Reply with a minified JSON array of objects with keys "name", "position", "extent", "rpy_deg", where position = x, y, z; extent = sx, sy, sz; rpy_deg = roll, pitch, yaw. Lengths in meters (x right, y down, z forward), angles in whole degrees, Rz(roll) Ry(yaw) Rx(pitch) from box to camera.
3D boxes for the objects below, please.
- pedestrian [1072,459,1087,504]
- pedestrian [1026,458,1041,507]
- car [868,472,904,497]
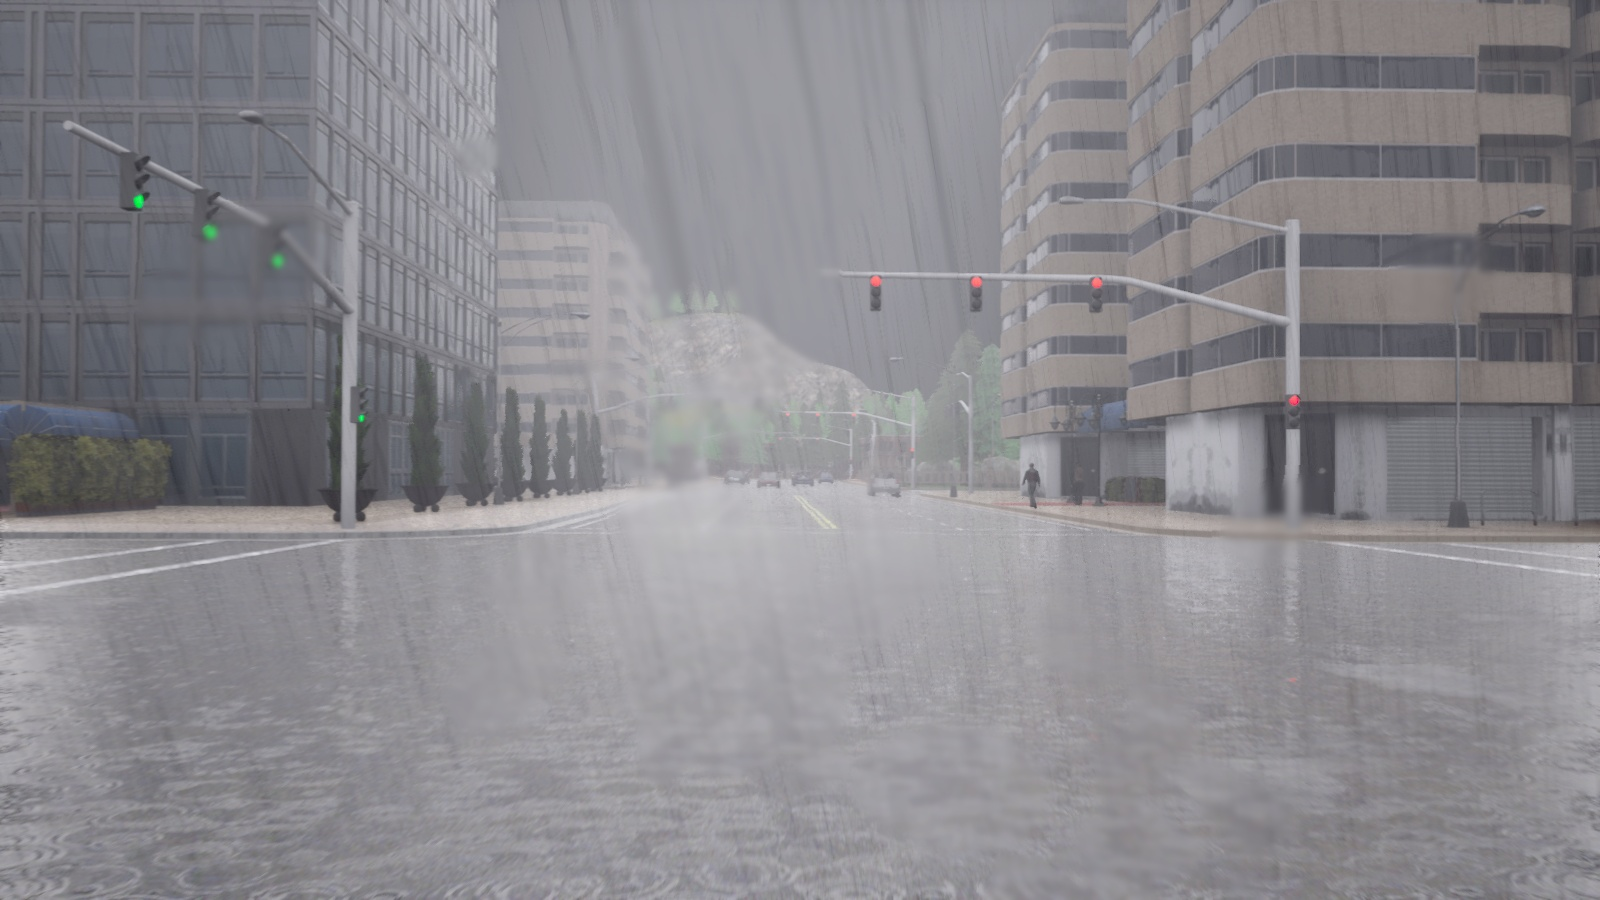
[{"name":"pedestrian","position":[11.672,1.307,52.509],"extent":[0.331,1.846,0.634],"rpy_deg":[0,-1,-17]},{"name":"pedestrian","position":[9.058,1.255,48.754],"extent":[0.376,1.854,0.720],"rpy_deg":[0,-1,-6]},{"name":"car","position":[5.190,2.081,76.112],"extent":[1.845,1.501,3.633],"rpy_deg":[0,-1,-1]}]
